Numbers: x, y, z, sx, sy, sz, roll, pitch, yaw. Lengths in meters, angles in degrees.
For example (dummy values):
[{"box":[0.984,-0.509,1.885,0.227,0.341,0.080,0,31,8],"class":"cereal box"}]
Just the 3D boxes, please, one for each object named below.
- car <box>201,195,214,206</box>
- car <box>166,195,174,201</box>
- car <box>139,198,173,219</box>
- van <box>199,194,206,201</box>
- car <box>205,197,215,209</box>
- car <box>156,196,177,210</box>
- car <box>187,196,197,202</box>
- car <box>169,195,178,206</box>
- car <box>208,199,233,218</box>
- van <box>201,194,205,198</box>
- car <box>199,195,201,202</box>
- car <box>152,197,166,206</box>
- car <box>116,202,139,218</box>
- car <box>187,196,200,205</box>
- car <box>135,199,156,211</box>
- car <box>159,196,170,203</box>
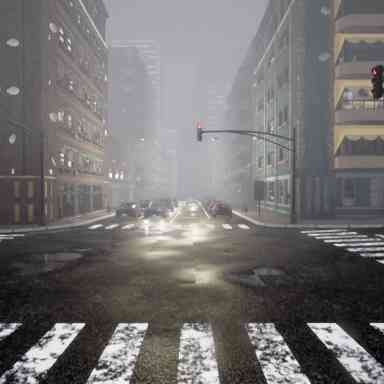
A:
[{"box":[2.694,1.554,46.781,1.887,1.381,4.507,0,0,0],"class":"car"},{"box":[-5.679,1.563,85.290,1.752,1.417,4.829,0,0,0],"class":"car"},{"box":[-3.095,1.550,29.731,2.033,1.411,5.357,0,0,0],"class":"car"},{"box":[2.700,1.379,85.446,1.690,1.788,3.998,-1,0,0],"class":"van"},{"box":[2.692,1.570,35.734,1.947,1.339,4.313,0,0,0],"class":"car"},{"box":[-3.089,1.511,39.850,1.837,1.490,4.892,0,0,0],"class":"car"},{"box":[0.015,1.452,69.703,1.895,1.301,4.718,0,0,0],"class":"car"},{"box":[-3.077,1.503,50.294,2.128,1.511,4.902,0,0,0],"class":"car"},{"box":[2.691,1.584,30.211,1.802,1.307,4.206,0,0,0],"class":"car"},{"box":[2.694,1.354,52.304,1.690,1.788,3.998,0,0,0],"class":"van"},{"box":[2.697,1.582,57.828,1.947,1.339,4.313,0,0,0],"class":"car"},{"box":[-5.685,1.561,57.842,1.887,1.381,4.507,0,0,0],"class":"car"},{"box":[-5.690,1.568,30.224,1.947,1.339,4.313,0,0,0],"class":"car"},{"box":[0.012,1.543,59.667,1.812,1.442,4.674,0,0,0],"class":"car"},{"box":[-5.688,1.573,41.271,1.947,1.339,4.313,0,0,0],"class":"car"},{"box":[-5.682,1.605,68.889,1.802,1.307,4.206,0,0,0],"class":"car"}]
